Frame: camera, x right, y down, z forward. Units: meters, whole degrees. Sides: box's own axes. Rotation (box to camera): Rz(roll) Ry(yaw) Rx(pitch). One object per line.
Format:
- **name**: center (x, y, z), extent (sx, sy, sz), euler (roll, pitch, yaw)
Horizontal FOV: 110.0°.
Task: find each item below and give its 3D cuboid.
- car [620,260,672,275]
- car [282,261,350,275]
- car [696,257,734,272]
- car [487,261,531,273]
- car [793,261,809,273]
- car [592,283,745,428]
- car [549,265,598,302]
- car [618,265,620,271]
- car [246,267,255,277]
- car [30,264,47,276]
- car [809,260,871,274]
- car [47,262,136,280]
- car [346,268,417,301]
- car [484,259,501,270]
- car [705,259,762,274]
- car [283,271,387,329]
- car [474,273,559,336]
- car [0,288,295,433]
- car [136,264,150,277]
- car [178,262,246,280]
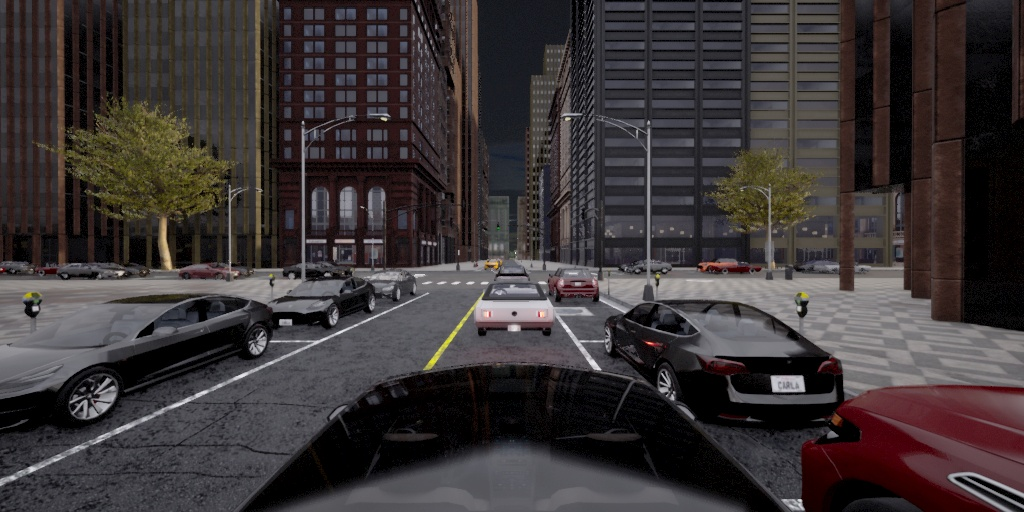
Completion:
- **car**: center (14.645, 1.202, 38.549), extent (4.902, 1.511, 2.128), euler (0, 0, -2)
- **car**: center (-17.526, 1.299, 31.791), extent (5.008, 1.535, 1.882), euler (0, 0, -1)
- **car**: center (24.059, 1.026, 41.797), extent (4.553, 1.767, 2.097), euler (0, 0, 0)
- **car**: center (0.014, 1.244, 19.580), extent (2.128, 1.511, 4.902), euler (0, 0, 0)
- **car**: center (35.615, 1.198, 41.808), extent (5.357, 1.411, 2.033), euler (0, 0, 0)
- **car**: center (2.766, 1.316, 5.665), extent (1.948, 1.339, 4.313), euler (0, 0, 0)
- **car**: center (2.774, 1.192, 16.937), extent (1.967, 1.591, 4.097), euler (0, 0, 0)
- **car**: center (14.862, 1.199, 41.787), extent (4.892, 1.490, 1.837), euler (0, 0, 0)
- **car**: center (-27.930, 1.340, 35.023), extent (4.892, 1.490, 1.837), euler (0, 0, 0)
- **car**: center (-47.727, 1.477, 38.393), extent (4.718, 1.301, 1.895), euler (0, 0, 0)
- **car**: center (35.403, 1.267, 38.559), extent (4.718, 1.301, 1.895), euler (0, 0, 0)
- **car**: center (-37.145, 1.368, 31.767), extent (4.902, 1.511, 2.128), euler (0, 0, 0)
- **car**: center (-5.751, 1.302, 16.941), extent (2.007, 1.370, 4.403), euler (0, 0, 0)
- **car**: center (-3.016, 1.251, 53.426), extent (1.882, 1.535, 5.008), euler (0, 0, 0)
- **car**: center (23.914, 1.291, 38.554), extent (4.718, 1.301, 1.895), euler (0, 0, 0)
- **car**: center (-5.755, 1.317, 11.304), extent (1.948, 1.339, 4.313), euler (0, 0, 0)
- **car**: center (0.071, 1.352, 10.371), extent (1.895, 1.301, 4.718), euler (0, 0, 0)
- **car**: center (-5.759, 1.316, 5.668), extent (1.948, 1.339, 4.313), euler (0, 0, 0)
- **car**: center (-38.335, 1.369, 35.020), extent (4.892, 1.490, 1.837), euler (0, 0, 0)
- **car**: center (-26.806, 1.373, 31.776), extent (4.674, 1.442, 1.812), euler (0, 0, 0)
